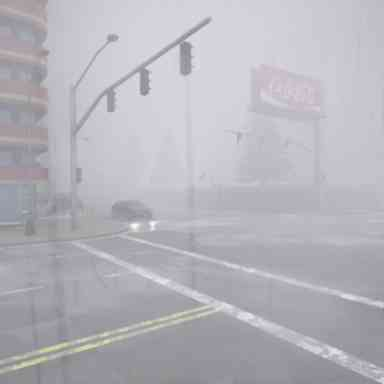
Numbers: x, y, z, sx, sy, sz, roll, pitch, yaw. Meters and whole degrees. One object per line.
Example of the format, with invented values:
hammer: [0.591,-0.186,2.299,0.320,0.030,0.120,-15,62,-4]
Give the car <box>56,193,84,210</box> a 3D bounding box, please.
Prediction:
car: [-15.037,1.096,40.593,2.150,2.045,5.566,-1,1,-36]

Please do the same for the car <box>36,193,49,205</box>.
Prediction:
car: [-25.629,1.185,55.522,2.150,2.045,5.566,-1,0,-36]

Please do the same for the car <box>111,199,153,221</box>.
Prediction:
car: [-4.837,1.378,26.378,1.837,1.490,4.892,-1,1,-36]
